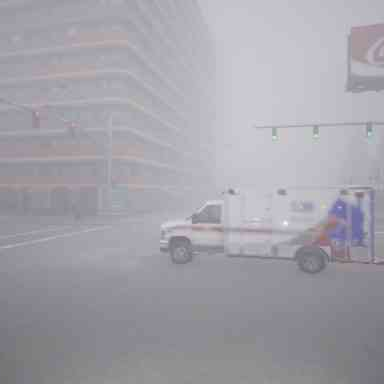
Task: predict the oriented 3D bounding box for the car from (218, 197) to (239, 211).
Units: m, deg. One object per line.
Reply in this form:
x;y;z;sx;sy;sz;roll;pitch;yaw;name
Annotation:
4.656;1.476;41.404;1.882;1.535;5.008;0;0;15;car

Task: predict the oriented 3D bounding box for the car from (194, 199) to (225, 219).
1.694;1.477;30.151;1.882;1.535;5.008;0;0;15;car

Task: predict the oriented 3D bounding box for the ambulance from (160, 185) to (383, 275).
2.204;1.031;10.424;6.366;2.431;2.351;0;0;15;ambulance
